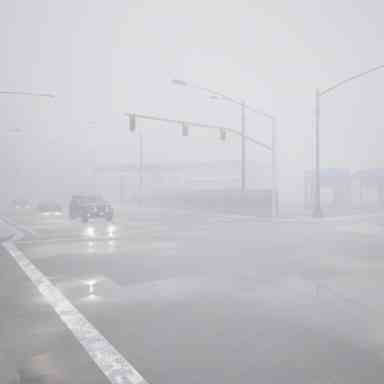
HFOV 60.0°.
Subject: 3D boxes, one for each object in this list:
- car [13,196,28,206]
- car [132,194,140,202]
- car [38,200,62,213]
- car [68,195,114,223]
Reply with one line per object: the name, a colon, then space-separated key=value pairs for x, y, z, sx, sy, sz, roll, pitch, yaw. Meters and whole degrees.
car: x=-28.981 y=1.530 z=56.217 sx=1.837 sy=1.490 sz=4.892 roll=0 pitch=0 yaw=-35
car: x=-10.533 y=1.250 z=71.315 sx=4.611 sy=1.667 sz=2.242 roll=0 pitch=0 yaw=-34
car: x=-16.295 y=1.585 z=38.063 sx=1.994 sy=1.385 sz=4.181 roll=0 pitch=0 yaw=-35
car: x=-8.180 y=1.247 z=26.548 sx=2.150 sy=2.045 sz=5.566 roll=0 pitch=0 yaw=-35
